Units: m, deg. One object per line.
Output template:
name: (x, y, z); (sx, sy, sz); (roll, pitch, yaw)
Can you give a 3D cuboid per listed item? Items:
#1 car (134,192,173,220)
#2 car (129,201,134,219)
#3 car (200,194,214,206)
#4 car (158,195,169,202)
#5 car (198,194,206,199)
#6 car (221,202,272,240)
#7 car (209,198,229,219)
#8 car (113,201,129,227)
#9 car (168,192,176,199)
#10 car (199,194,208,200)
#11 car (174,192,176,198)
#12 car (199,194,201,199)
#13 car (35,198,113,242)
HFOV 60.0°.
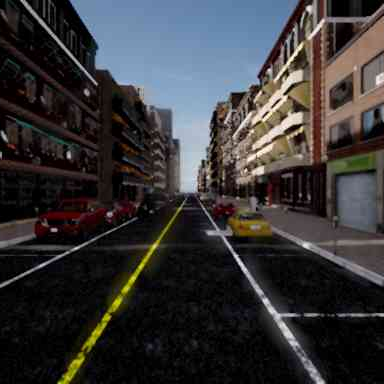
car: (-3.006, 1.104, 27.346); (2.150, 2.045, 5.566); (0, 0, 0)
car: (-5.694, 1.424, 27.506); (1.887, 1.381, 4.507); (0, 0, 0)
car: (2.682, 1.330, 50.047); (2.008, 1.369, 4.403); (0, 0, 0)
car: (-5.702, 1.254, 66.958); (2.008, 1.369, 4.403); (0, 0, 0)
car: (2.675, 1.182, 89.501); (1.802, 1.307, 4.206); (0, 0, 0)
car: (2.688, 1.453, 16.401); (1.752, 1.417, 4.829); (0, 0, 0)
car: (2.686, 1.424, 27.503); (1.887, 1.381, 4.507); (0, 0, 0)
car: (-5.693, 1.345, 21.868); (1.967, 1.590, 4.097); (0, 0, 0)
car: (-5.706, 0.890, 95.139); (2.192, 1.841, 5.009); (0, 0, 0)
car: (2.677, 1.217, 78.229); (1.947, 1.339, 4.313); (0, 0, 0)
car: (-5.705, 1.171, 83.867); (1.887, 1.381, 4.507); (0, 0, 0)
car: (2.678, 1.202, 72.762); (1.752, 1.417, 4.829); (0, 0, 0)
car: (-5.691, 1.244, 16.232); (2.192, 1.841, 5.009); (0, 0, 0)
